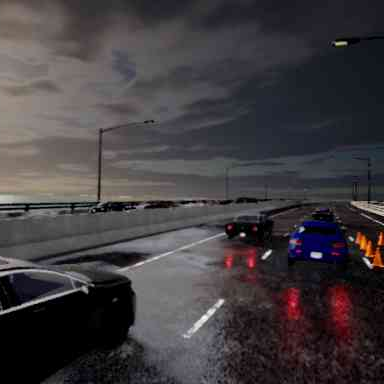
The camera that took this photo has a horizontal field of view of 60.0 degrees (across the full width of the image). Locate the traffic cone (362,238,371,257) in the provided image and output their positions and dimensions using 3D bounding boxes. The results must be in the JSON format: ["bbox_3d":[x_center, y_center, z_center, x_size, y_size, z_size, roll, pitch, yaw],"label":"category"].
[{"bbox_3d":[6.995,2.226,13.091,0.340,0.580,0.340,1,-1,21],"label":"traffic cone"}]

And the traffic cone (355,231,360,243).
[{"bbox_3d":[8.451,2.292,16.816,0.340,0.580,0.340,1,-1,21],"label":"traffic cone"}]

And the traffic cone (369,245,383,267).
[{"bbox_3d":[6.267,2.193,11.229,0.340,0.580,0.340,1,-1,21],"label":"traffic cone"}]

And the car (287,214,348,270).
[{"bbox_3d":[4.516,1.738,11.994,1.812,1.442,4.674,1,-1,21],"label":"car"}]

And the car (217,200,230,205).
[{"bbox_3d":[7.046,2.442,74.551,1.994,1.385,4.181,1,-1,23],"label":"car"}]

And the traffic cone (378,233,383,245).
[{"bbox_3d":[9.382,2.306,16.452,0.340,0.580,0.340,1,-1,21],"label":"traffic cone"}]

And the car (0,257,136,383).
[{"bbox_3d":[-2.436,1.485,3.767,2.128,1.511,4.902,1,-1,21],"label":"car"}]

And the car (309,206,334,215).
[{"bbox_3d":[11.600,2.023,29.863,2.128,1.511,4.902,1,-1,22],"label":"car"}]

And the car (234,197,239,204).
[{"bbox_3d":[11.043,2.136,75.026,2.150,2.045,5.566,1,-1,23],"label":"car"}]

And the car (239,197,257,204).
[{"bbox_3d":[11.971,2.148,68.151,2.150,2.045,5.566,1,-1,23],"label":"car"}]

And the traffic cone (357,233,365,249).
[{"bbox_3d":[7.723,2.259,14.954,0.340,0.580,0.340,1,-1,21],"label":"traffic cone"}]

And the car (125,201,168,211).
[{"bbox_3d":[-3.680,1.768,29.879,1.812,1.442,4.674,1,-1,22],"label":"car"}]

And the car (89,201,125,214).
[{"bbox_3d":[-8.925,1.707,35.623,1.837,1.490,4.892,1,-1,22],"label":"car"}]

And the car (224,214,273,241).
[{"bbox_3d":[3.314,1.857,18.482,1.895,1.301,4.718,1,-1,22],"label":"car"}]
